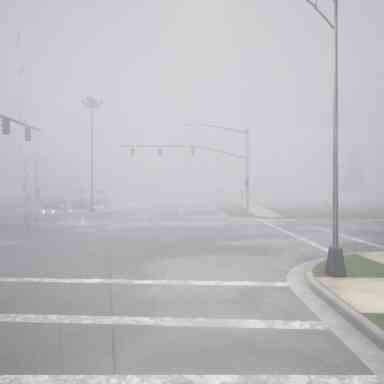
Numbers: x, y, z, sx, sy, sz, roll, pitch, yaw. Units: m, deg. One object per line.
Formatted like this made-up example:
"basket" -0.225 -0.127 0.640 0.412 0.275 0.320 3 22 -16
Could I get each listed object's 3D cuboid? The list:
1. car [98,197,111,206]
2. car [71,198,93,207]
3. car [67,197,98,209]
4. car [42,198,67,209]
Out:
"car" -14.342 1.564 53.231 1.994 1.385 4.181 0 0 2
"car" -17.842 1.601 53.980 1.895 1.301 4.718 0 0 1
"car" -14.506 1.505 44.325 1.837 1.490 4.892 0 0 1
"car" -18.007 1.547 44.397 2.033 1.411 5.357 0 0 1
